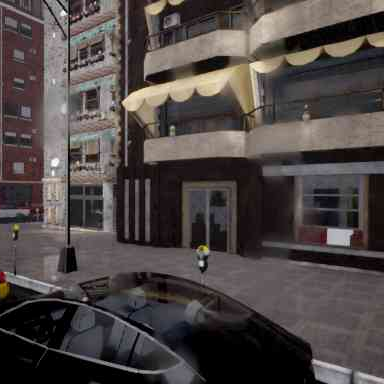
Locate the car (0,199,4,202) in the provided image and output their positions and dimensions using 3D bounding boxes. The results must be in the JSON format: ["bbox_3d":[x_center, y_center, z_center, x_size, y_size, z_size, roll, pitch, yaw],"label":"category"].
[{"bbox_3d":[-20.593,1.598,32.155,2.192,1.841,5.009,-1,-2,35],"label":"car"}]

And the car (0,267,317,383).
[{"bbox_3d":[-0.923,1.566,3.527,4.313,1.339,1.947,0,0,35],"label":"car"}]

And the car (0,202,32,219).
[{"bbox_3d":[-18.047,1.907,31.243,1.895,1.301,4.718,0,-1,35],"label":"car"}]

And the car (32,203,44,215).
[{"bbox_3d":[-17.307,1.931,36.801,1.887,1.381,4.507,-1,-2,35],"label":"car"}]
